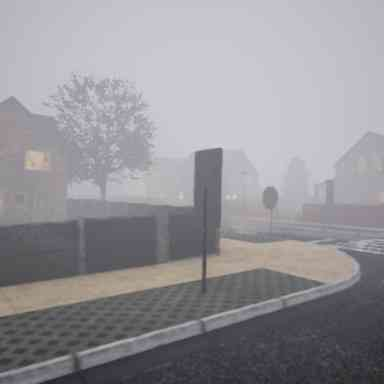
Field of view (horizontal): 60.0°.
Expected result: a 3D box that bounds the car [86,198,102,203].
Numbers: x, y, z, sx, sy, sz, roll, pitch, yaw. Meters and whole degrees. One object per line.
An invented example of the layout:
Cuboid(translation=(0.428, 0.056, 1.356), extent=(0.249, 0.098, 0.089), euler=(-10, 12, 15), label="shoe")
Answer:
Cuboid(translation=(-10.833, 1.398, 37.097), extent=(1.812, 1.442, 4.674), euler=(2, -1, -37), label="car")
